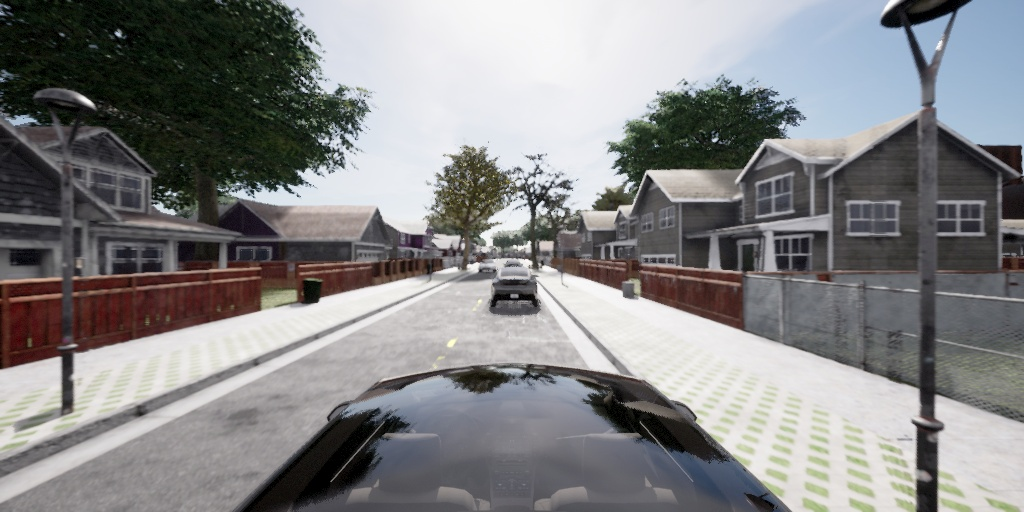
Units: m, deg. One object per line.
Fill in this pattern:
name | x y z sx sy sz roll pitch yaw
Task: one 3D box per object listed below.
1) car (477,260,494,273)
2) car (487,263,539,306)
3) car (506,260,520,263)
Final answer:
car | -2.749 1.134 40.538 1.812 1.442 4.674 0 0 0
car | 0.098 1.212 15.518 1.837 1.490 4.892 0 0 0
car | 0.100 1.132 36.140 1.837 1.490 4.892 0 0 0
